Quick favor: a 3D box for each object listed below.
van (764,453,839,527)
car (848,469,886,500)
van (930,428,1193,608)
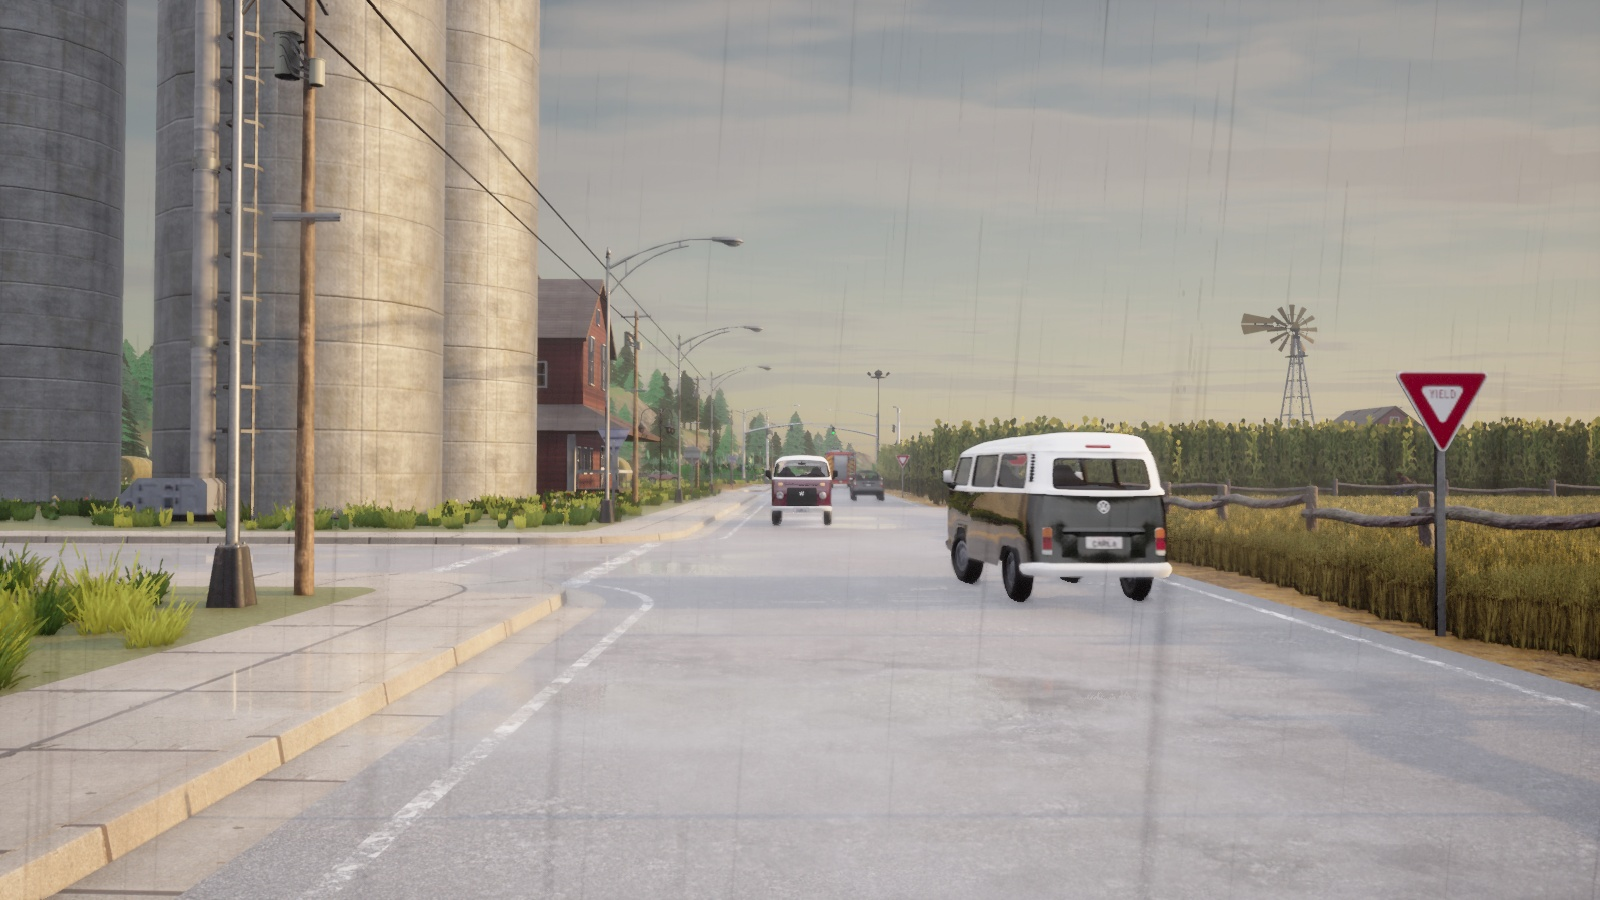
[{"bbox_3d":[0.075,1.161,37.002,2.069,2.038,4.480,0,-1,1],"label":"van"},{"bbox_3d":[3.637,1.841,68.252,1.851,1.617,3.988,0,-1,0],"label":"car"},{"bbox_3d":[3.230,0.804,16.565,2.069,2.038,4.480,0,-1,-7],"label":"van"}]
